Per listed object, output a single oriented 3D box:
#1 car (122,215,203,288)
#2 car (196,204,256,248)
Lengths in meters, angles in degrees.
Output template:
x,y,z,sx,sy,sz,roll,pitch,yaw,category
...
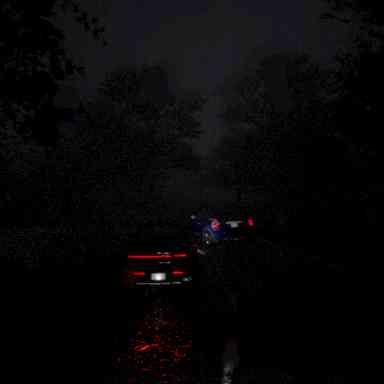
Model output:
x,y,z,sx,sy,sz,roll,pitch,yaw,category
-0.800,1.610,9.654,1.837,1.490,4.892,-1,0,-1,car
1.096,1.434,15.588,2.097,1.767,4.553,-2,-1,-17,car
